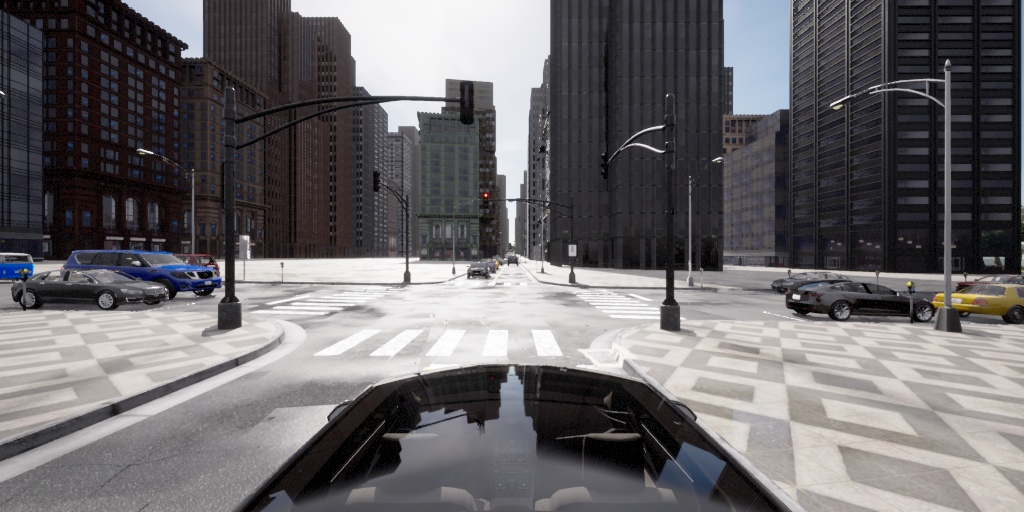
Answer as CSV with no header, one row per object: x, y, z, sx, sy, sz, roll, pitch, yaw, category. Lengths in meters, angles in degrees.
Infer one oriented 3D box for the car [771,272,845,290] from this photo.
17.820,1.590,21.208,4.403,1.370,2.007,0,0,0,car

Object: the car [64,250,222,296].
-15.814,0.771,15.419,5.566,2.045,2.150,1,0,0,car

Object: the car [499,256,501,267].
-2.986,1.225,52.501,1.882,1.535,5.008,0,0,0,car

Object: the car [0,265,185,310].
-14.758,1.116,12.661,4.403,1.370,2.007,0,0,0,car

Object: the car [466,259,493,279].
-3.035,1.253,33.250,1.837,1.490,4.892,0,0,0,car

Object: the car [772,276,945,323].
12.150,1.523,12.696,4.313,1.339,1.948,0,0,0,car

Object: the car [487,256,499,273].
-3.012,1.100,42.303,2.097,1.767,4.553,0,0,0,car

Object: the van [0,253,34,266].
-31.105,0.679,21.224,3.998,1.789,1.690,0,0,0,van

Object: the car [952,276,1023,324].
17.962,1.570,12.683,4.829,1.417,1.751,0,0,0,car

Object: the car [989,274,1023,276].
29.106,1.765,21.183,4.507,1.381,1.888,0,0,0,car
